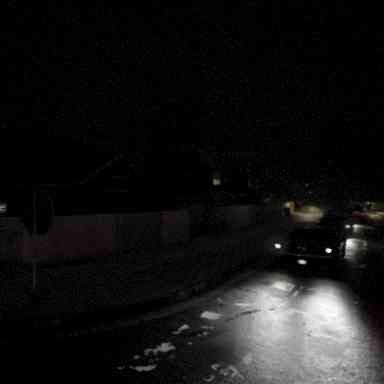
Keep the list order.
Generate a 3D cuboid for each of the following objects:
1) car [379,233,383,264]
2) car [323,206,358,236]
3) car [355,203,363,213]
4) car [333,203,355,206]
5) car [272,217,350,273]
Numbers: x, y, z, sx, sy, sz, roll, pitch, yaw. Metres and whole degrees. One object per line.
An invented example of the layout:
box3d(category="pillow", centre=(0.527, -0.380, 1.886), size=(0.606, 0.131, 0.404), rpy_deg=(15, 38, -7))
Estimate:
box3d(category="car", centre=(6.496, 1.679, 9.373), size=(2.128, 1.511, 4.902), rpy_deg=(1, 0, 28))
box3d(category="car", centre=(9.187, 1.853, 21.062), size=(2.033, 1.411, 5.357), rpy_deg=(1, 0, 27))
box3d(category="car", centre=(24.628, 2.370, 50.354), size=(2.128, 1.511, 4.902), rpy_deg=(1, -1, 19))
box3d(category="car", centre=(13.623, 1.923, 30.500), size=(1.882, 1.535, 5.008), rpy_deg=(1, -1, 24))
box3d(category="car", centre=(4.281, 1.770, 11.715), size=(1.895, 1.301, 4.718), rpy_deg=(1, 0, 29))
